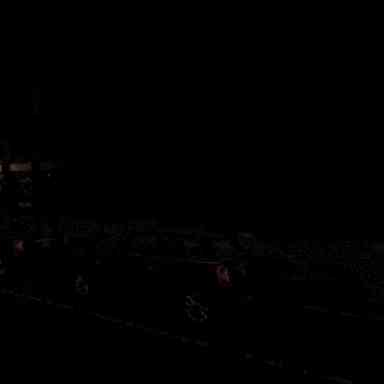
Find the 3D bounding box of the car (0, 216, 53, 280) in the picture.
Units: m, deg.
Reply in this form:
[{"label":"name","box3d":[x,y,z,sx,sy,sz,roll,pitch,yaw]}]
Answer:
[{"label":"car","box3d":[-5.607,1.416,9.898,4.097,1.590,1.967,0,0,30]}]

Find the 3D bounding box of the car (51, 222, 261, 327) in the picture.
[{"label":"car","box3d":[-0.734,1.457,7.062,4.097,1.590,1.967,0,0,30]}]
